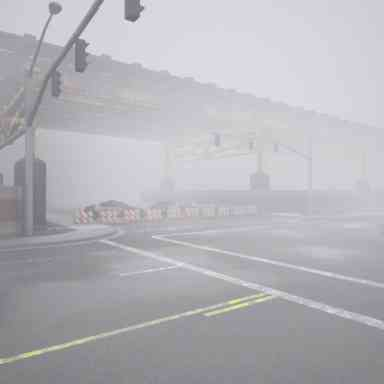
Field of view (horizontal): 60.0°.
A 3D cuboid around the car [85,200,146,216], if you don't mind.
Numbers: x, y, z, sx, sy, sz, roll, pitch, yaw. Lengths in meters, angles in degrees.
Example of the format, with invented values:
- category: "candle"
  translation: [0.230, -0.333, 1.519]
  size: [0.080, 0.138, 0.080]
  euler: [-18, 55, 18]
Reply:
- category: "car"
  translation: [-6.309, 1.295, 27.578]
  size: [4.536, 1.218, 1.853]
  euler: [0, 0, 8]

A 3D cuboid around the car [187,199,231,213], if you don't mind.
- category: "car"
  translation: [1.349, 1.295, 34.006]
  size: [4.536, 1.218, 1.853]
  euler: [0, 0, -7]

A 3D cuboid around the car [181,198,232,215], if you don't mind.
- category: "car"
  translation: [1.400, 1.453, 34.013]
  size: [4.974, 1.542, 2.038]
  euler: [0, 0, -7]

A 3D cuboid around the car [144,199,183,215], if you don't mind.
- category: "car"
  translation: [-2.496, 1.295, 30.304]
  size: [1.853, 1.218, 4.536]
  euler: [0, 0, 18]

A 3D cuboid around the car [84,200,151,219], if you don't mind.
- category: "car"
  translation: [-6.257, 1.453, 27.571]
  size: [4.974, 1.542, 2.038]
  euler: [0, 0, 8]

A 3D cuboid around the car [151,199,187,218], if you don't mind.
- category: "car"
  translation: [-2.511, 1.453, 30.255]
  size: [2.038, 1.542, 4.974]
  euler: [0, 0, 18]
